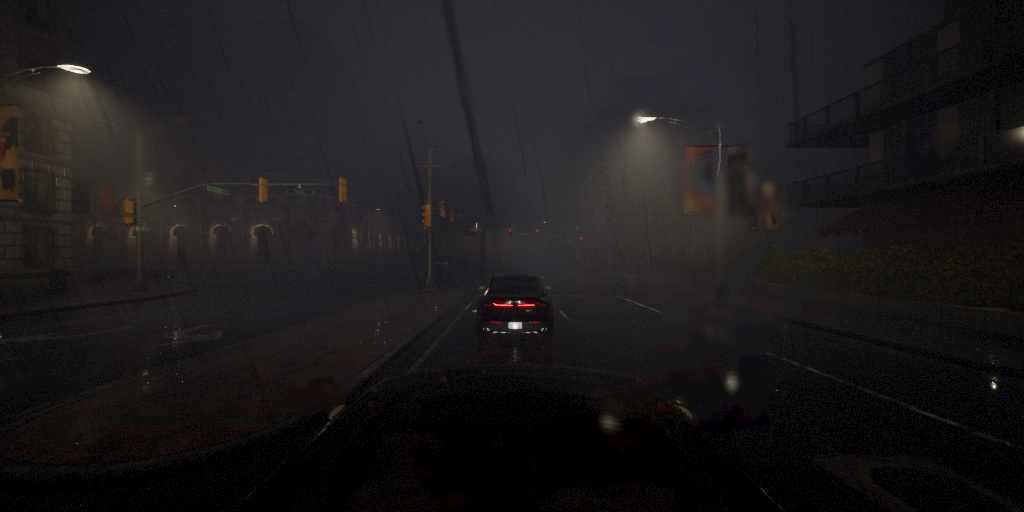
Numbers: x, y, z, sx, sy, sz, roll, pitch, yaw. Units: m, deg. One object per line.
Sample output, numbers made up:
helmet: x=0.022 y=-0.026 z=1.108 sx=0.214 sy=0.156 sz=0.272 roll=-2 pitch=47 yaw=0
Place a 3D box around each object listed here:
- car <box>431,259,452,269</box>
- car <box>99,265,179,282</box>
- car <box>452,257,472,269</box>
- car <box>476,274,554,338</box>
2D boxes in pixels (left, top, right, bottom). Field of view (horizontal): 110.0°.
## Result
car: x=-11.530 y=1.276 z=58.597 sx=1.812 sy=1.442 sz=4.674 roll=0 pitch=0 yaw=0
car: x=-29.624 y=1.351 z=28.598 sx=4.718 sy=1.301 sz=1.895 roll=0 pitch=0 yaw=0
car: x=-8.040 y=1.276 z=58.371 sx=1.812 sy=1.442 sz=4.674 roll=0 pitch=0 yaw=0
car: x=0.079 y=1.255 z=10.174 sx=1.837 sy=1.490 sz=4.892 roll=0 pitch=0 yaw=0
